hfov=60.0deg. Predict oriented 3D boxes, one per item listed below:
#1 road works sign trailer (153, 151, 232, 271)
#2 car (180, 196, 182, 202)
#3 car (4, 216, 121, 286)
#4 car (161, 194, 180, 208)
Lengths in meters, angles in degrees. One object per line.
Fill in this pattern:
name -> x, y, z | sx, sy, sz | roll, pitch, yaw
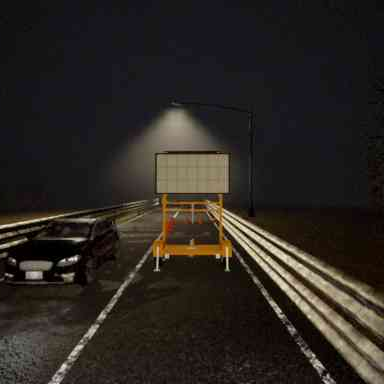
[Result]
road works sign trailer -> 0.020, 0.468, 10.869 | 2.380, 3.560, 2.880 | 0, 0, 0
car -> -3.180, 1.506, 75.593 | 1.882, 1.535, 5.008 | 0, 0, 0
car -> -3.342, 1.495, 9.491 | 2.128, 1.511, 4.902 | 0, 0, 0
car -> -3.302, 1.240, 49.822 | 2.150, 2.045, 5.566 | 0, 0, 0
